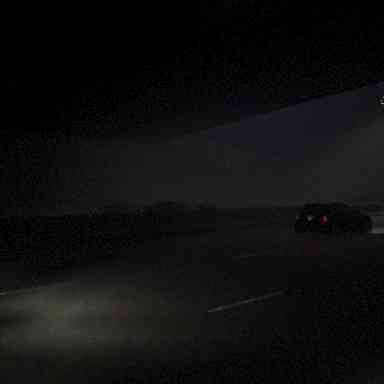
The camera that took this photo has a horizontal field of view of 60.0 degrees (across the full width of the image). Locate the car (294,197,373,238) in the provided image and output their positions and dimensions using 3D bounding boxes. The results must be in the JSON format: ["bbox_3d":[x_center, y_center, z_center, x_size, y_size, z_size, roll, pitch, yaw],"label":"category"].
[{"bbox_3d":[7.568,1.350,17.724,4.553,1.767,2.097,0,0,-35],"label":"car"}]

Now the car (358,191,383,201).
[{"bbox_3d":[30.948,0.873,55.957,5.566,2.045,2.150,0,0,-35],"label":"car"}]

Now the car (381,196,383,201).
[{"bbox_3d":[33.002,1.608,53.123,5.357,1.411,2.033,0,0,-35],"label":"car"}]

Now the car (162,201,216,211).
[{"bbox_3d":[0.361,1.600,25.728,4.718,1.301,1.895,0,0,-35],"label":"car"}]

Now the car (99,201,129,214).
[{"bbox_3d":[-7.150,1.564,33.270,4.181,1.385,1.994,0,0,-35],"label":"car"}]

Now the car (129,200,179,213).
[{"bbox_3d":[-2.418,1.477,28.047,5.008,1.535,1.882,0,0,-35],"label":"car"}]

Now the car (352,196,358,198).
[{"bbox_3d":[28.944,1.515,58.827,4.902,1.511,2.128,0,0,-35],"label":"car"}]

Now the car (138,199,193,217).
[{"bbox_3d":[-2.506,1.491,32.278,4.902,1.511,2.128,0,0,-35],"label":"car"}]
